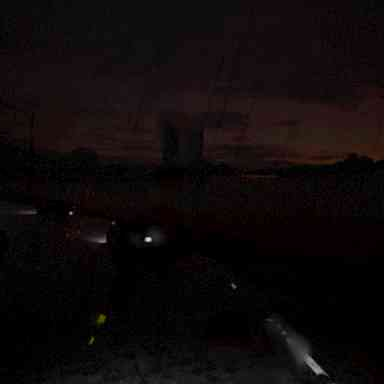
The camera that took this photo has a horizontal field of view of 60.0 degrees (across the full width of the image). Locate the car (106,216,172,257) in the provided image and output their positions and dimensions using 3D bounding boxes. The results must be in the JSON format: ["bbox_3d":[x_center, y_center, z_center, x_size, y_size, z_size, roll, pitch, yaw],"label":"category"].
[{"bbox_3d":[-2.312,1.673,13.808,1.994,1.385,4.181,-1,0,-22],"label":"car"}]

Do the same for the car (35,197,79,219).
[{"bbox_3d":[-10.804,1.183,26.561,4.892,1.490,1.837,5,4,43],"label":"car"}]
